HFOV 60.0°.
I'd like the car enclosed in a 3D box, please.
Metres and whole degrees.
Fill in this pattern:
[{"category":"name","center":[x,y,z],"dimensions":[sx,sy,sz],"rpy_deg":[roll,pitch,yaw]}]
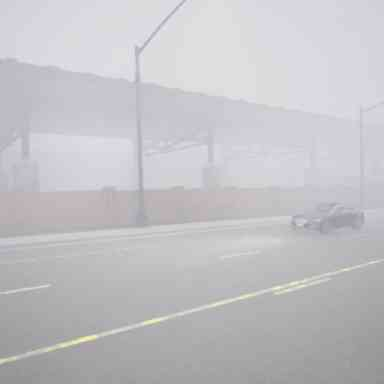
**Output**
[{"category":"car","center":[7.308,1.335,17.780],"dimensions":[4.902,1.511,2.128],"rpy_deg":[-1,0,-35]}]
